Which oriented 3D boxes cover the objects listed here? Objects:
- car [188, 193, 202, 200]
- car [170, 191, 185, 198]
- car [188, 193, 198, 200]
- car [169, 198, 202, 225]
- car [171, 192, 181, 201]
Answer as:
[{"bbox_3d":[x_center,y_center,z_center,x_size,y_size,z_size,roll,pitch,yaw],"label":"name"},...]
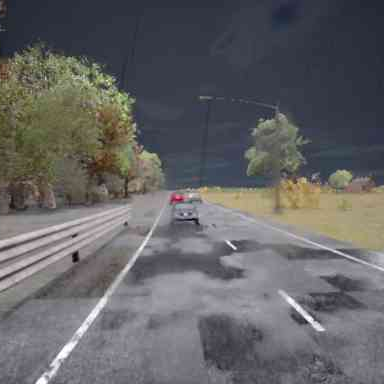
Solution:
[{"bbox_3d":[0.761,1.192,58.719,2.033,1.411,5.357,0,0,-3],"label":"car"},{"bbox_3d":[-2.223,0.917,51.305,2.150,2.045,5.566,0,-1,-3],"label":"car"},{"bbox_3d":[0.160,0.938,69.161,1.812,1.442,4.674,0,0,-3],"label":"car"},{"bbox_3d":[-0.556,1.416,23.055,2.033,1.411,5.357,0,0,-4],"label":"car"},{"bbox_3d":[-3.352,0.947,69.295,2.097,1.767,4.553,0,0,-3],"label":"car"}]
